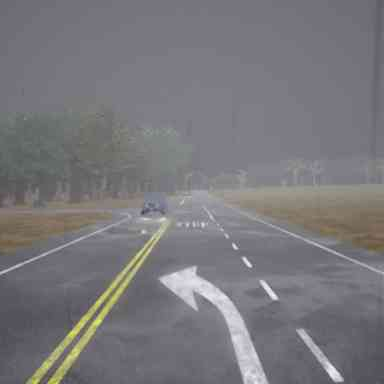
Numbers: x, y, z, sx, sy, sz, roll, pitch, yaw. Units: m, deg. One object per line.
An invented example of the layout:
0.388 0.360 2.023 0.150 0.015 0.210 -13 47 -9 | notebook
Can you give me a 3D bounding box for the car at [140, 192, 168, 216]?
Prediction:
-3.510 1.072 31.735 2.150 2.045 5.566 0 1 0 | car
